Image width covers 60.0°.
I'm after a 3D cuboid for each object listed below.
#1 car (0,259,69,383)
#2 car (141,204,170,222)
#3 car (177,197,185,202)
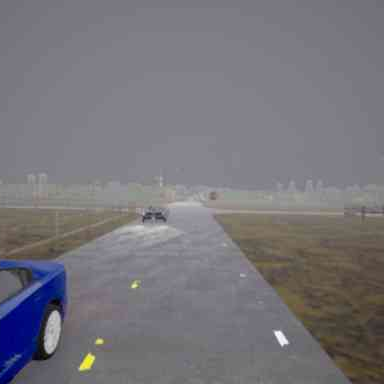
[{"bbox_3d":[-2.834,1.480,3.114,1.882,1.535,5.008,0,0,0],"label":"car"},{"bbox_3d":[-2.797,1.637,26.443,1.895,1.301,4.718,0,0,1],"label":"car"},{"bbox_3d":[-2.750,1.992,85.132,1.895,1.301,4.718,0,-1,0],"label":"car"}]
